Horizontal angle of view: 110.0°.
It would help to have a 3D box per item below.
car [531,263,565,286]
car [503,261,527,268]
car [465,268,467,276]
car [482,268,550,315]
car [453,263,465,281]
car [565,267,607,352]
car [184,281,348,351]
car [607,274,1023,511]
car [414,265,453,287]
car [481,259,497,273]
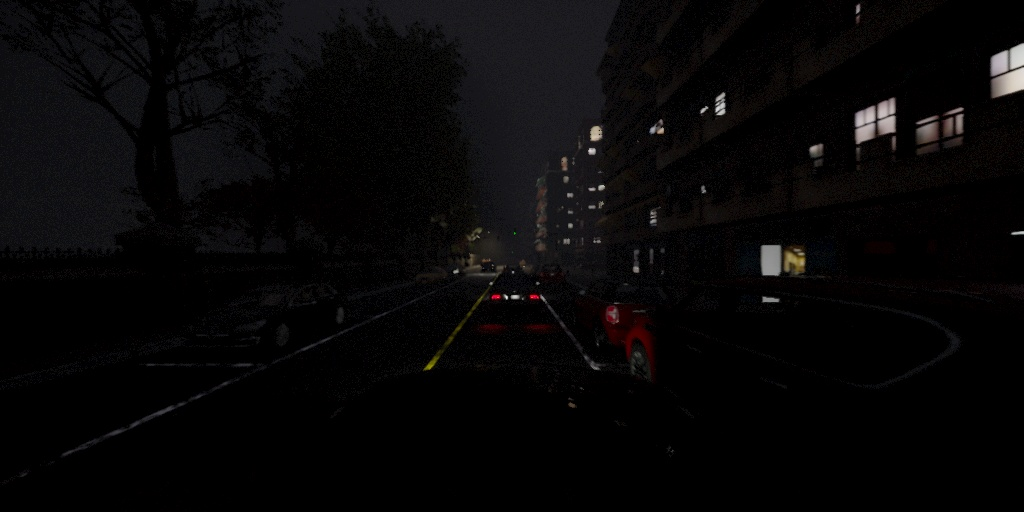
[{"bbox_3d":[2.684,1.290,25.852,1.967,1.591,4.097,0,0,0],"label":"car"},{"bbox_3d":[0.091,1.448,33.219,1.994,1.385,4.181,0,0,0],"label":"car"},{"bbox_3d":[-5.699,1.429,36.941,1.751,1.417,4.829,0,0,0],"label":"car"},{"bbox_3d":[0.096,1.346,13.787,2.033,1.411,5.357,0,0,0],"label":"car"},{"bbox_3d":[-5.697,1.427,31.480,2.007,1.370,4.403,0,0,0],"label":"car"},{"bbox_3d":[2.688,1.219,8.963,1.967,1.591,4.097,0,0,0],"label":"car"},{"bbox_3d":[-5.692,1.330,8.960,2.007,1.370,4.403,0,0,0],"label":"car"},{"bbox_3d":[2.689,1.071,3.332,2.192,1.841,5.009,0,0,0],"label":"car"},{"bbox_3d":[-5.696,1.376,25.680,1.751,1.417,4.829,0,0,0],"label":"car"},{"bbox_3d":[-3.014,1.475,47.614,1.837,1.490,4.892,0,-1,0],"label":"car"}]
